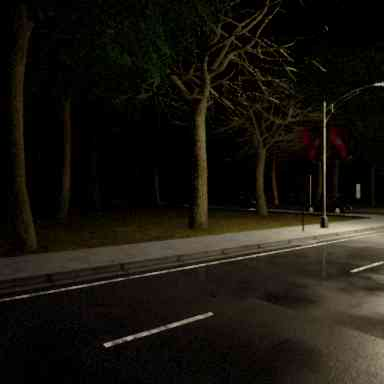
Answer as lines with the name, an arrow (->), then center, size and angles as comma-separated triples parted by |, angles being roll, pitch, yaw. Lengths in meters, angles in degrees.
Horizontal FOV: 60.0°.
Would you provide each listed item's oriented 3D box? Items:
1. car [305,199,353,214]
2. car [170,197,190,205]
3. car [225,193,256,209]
car -> 14.236, 1.480, 34.746 | 1.837, 1.490, 4.892 | 0, 0, -39
car -> -1.690, 1.556, 55.204 | 1.895, 1.301, 4.718 | 0, 0, -38
car -> 6.788, 1.185, 44.310 | 2.150, 2.045, 5.566 | 0, 0, -38
